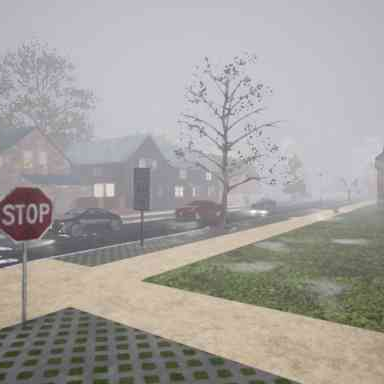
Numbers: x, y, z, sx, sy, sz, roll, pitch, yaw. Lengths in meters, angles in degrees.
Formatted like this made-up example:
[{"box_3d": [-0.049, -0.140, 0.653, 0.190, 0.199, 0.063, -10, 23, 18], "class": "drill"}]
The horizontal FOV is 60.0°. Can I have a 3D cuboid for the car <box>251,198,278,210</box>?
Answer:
[{"box_3d": [8.389, 1.358, 38.463, 1.994, 1.385, 4.181, 1, 1, 34], "class": "car"}]

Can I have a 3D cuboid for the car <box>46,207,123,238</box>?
[{"box_3d": [-5.628, 1.489, 17.447, 1.994, 1.385, 4.181, 1, 1, 34], "class": "car"}]

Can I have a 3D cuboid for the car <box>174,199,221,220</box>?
[{"box_3d": [0.559, 1.344, 26.763, 1.882, 1.535, 5.008, 1, 0, 34], "class": "car"}]
